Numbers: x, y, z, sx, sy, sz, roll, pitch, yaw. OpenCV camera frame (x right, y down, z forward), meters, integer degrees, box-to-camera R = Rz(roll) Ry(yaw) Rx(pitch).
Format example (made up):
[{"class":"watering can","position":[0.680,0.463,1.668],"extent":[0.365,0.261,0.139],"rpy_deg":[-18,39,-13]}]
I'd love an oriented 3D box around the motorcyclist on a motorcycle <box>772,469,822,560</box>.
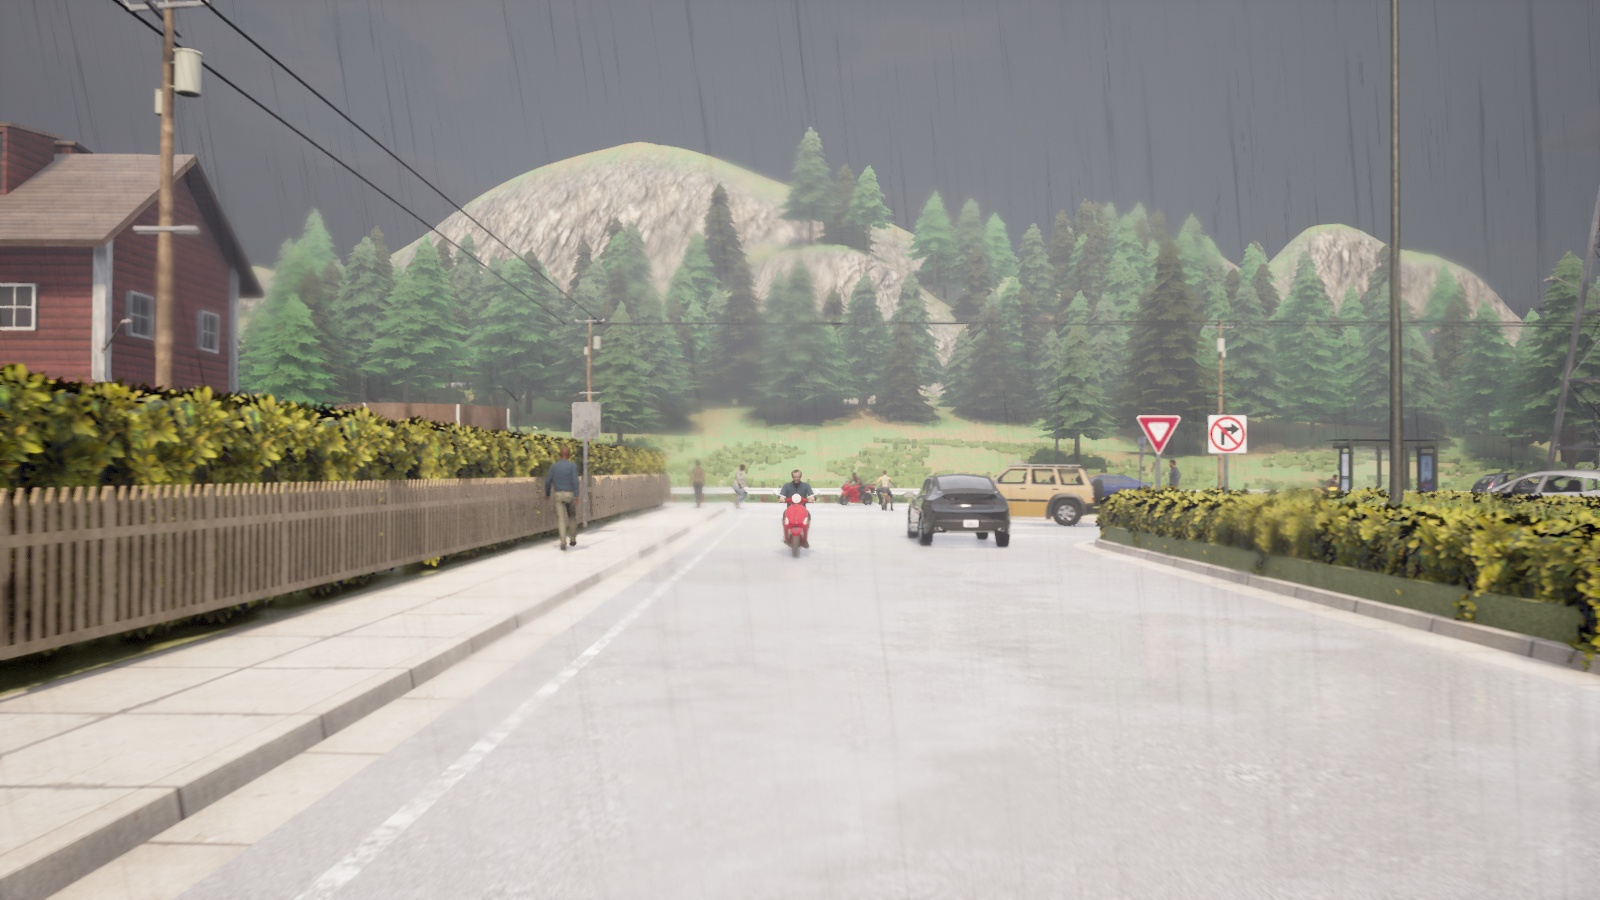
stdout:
[{"class":"motorcyclist on a motorcycle","position":[-0.055,1.152,22.945],"extent":[0.866,1.590,1.817],"rpy_deg":[0,-1,0]}]

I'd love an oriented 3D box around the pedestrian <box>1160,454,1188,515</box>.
[{"class":"pedestrian","position":[11.942,1.102,40.102],"extent":[0.788,1.949,0.423],"rpy_deg":[0,-1,10]}]

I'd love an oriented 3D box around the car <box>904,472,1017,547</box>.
[{"class":"car","position":[3.434,1.267,27.660],"extent":[1.837,1.490,4.892],"rpy_deg":[0,-2,0]}]

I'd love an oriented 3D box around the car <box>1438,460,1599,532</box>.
[{"class":"car","position":[18.778,1.111,31.422],"extent":[2.242,1.667,4.611],"rpy_deg":[0,-1,-25]}]

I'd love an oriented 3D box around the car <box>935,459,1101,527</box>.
[{"class":"car","position":[6.399,1.222,36.686],"extent":[4.605,1.855,1.932],"rpy_deg":[0,0,16]}]

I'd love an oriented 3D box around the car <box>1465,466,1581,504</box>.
[{"class":"car","position":[31.683,1.508,55.079],"extent":[3.988,1.617,1.851],"rpy_deg":[0,-1,0]}]

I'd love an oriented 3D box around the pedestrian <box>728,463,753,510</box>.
[{"class":"pedestrian","position":[-2.349,1.450,49.761],"extent":[0.900,1.855,0.874],"rpy_deg":[0,-1,1]}]

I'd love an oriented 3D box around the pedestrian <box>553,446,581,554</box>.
[{"class":"pedestrian","position":[-4.030,0.850,21.756],"extent":[0.370,1.835,0.726],"rpy_deg":[0,-1,-1]}]

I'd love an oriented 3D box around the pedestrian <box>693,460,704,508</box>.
[{"class":"pedestrian","position":[-3.807,1.273,47.081],"extent":[0.328,1.805,0.869],"rpy_deg":[0,-1,2]}]

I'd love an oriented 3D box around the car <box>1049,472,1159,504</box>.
[{"class":"car","position":[14.158,1.765,58.626],"extent":[4.674,1.442,1.812],"rpy_deg":[0,-1,0]}]

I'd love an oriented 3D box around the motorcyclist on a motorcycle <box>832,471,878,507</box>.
[{"class":"motorcyclist on a motorcycle","position":[2.472,1.728,56.222],"extent":[2.044,1.523,0.797],"rpy_deg":[1,1,-39]}]
